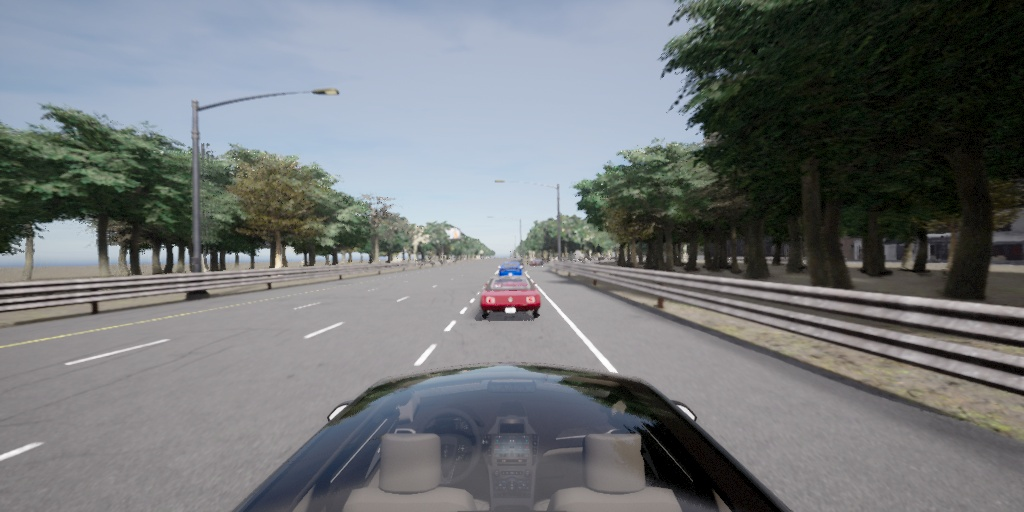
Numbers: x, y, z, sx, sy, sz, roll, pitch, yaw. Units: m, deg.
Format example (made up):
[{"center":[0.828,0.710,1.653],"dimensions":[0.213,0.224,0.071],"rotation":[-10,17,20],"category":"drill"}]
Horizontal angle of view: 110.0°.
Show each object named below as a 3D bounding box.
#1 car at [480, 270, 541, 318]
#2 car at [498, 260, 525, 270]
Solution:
[{"center":[-0.050,1.361,13.076],"dimensions":[1.895,1.301,4.718],"rotation":[-1,0,0],"category":"car"},{"center":[-0.123,1.254,30.025],"dimensions":[1.882,1.535,5.008],"rotation":[-1,0,0],"category":"car"}]
